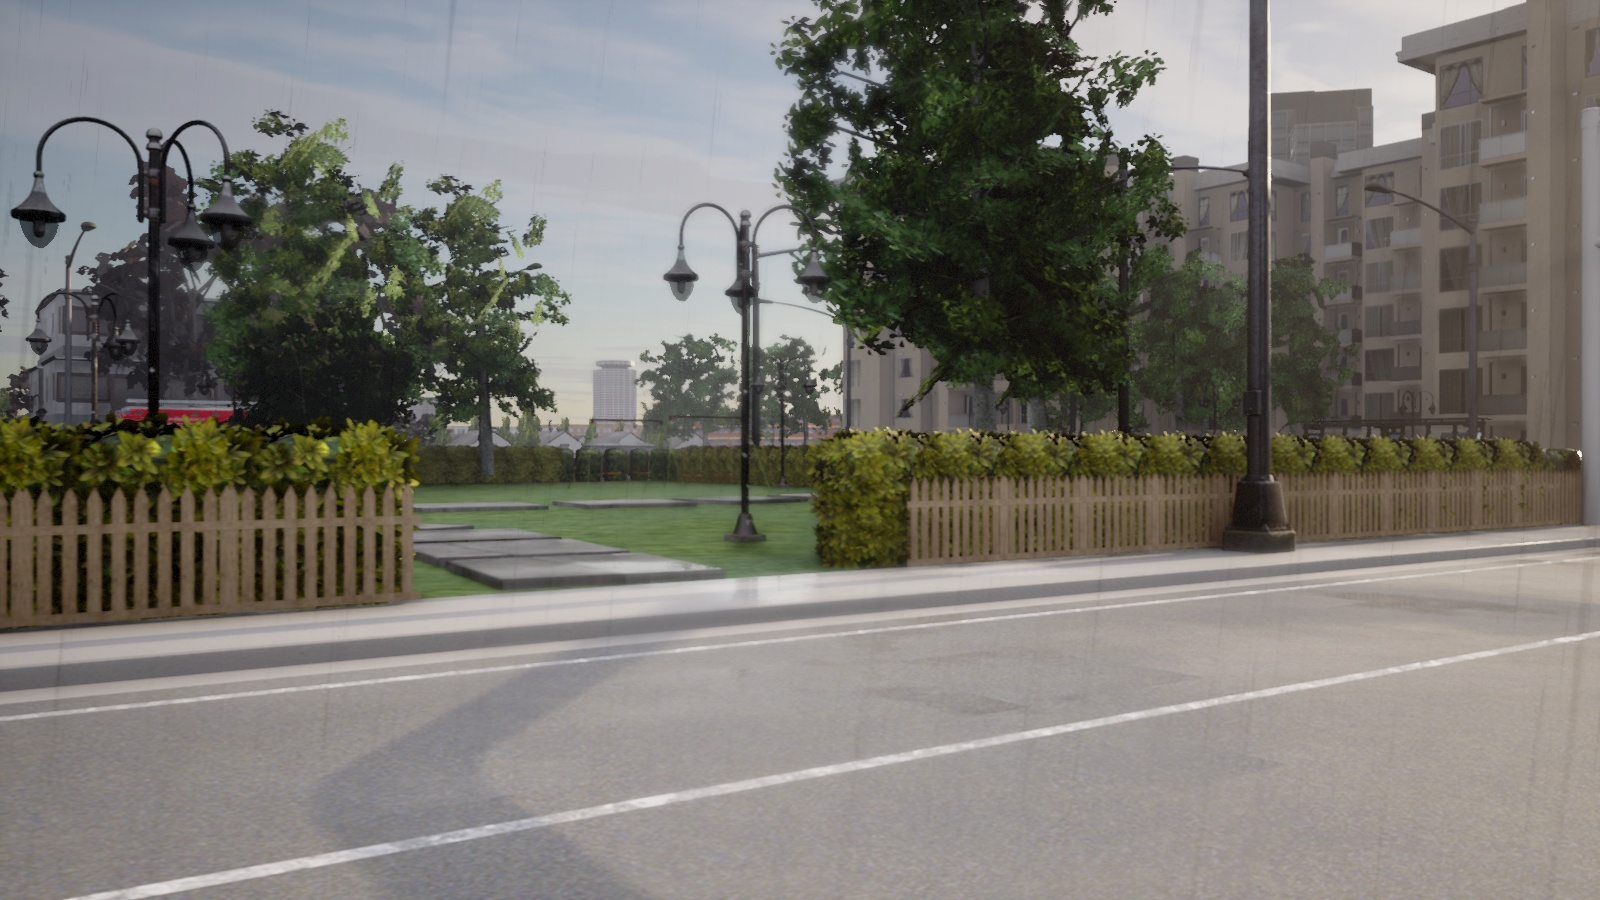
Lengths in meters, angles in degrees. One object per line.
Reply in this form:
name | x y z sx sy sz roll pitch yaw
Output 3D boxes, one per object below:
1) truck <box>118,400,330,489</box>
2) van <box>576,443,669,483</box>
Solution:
truck | -26.361 -0.226 57.689 8.468 3.827 2.891 0 0 -34
van | -9.211 0.671 65.178 4.442 1.987 1.775 0 0 -33
